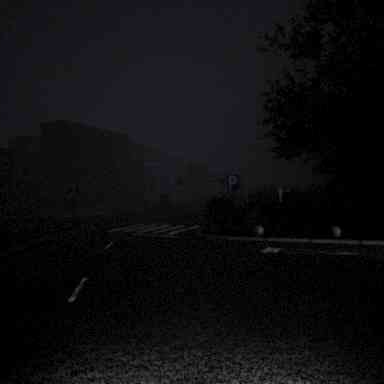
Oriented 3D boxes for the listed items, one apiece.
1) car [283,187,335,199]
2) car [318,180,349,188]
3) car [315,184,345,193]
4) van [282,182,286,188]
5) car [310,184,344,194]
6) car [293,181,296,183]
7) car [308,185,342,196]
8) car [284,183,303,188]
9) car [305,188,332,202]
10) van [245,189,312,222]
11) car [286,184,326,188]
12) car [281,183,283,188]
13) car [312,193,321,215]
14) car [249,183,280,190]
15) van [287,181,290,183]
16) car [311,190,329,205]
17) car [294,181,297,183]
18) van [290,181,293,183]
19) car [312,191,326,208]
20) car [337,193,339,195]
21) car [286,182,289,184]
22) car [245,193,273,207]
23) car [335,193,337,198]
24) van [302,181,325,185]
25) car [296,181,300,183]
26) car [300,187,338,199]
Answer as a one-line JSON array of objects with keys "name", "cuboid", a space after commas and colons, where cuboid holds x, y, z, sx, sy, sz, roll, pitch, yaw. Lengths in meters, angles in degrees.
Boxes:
[{"name": "car", "cuboid": [12.407, 0.622, 36.142, 5.008, 1.535, 2.097, -2, 2, 27]}, {"name": "car", "cuboid": [30.224, -1.392, 70.618, 5.566, 2.045, 2.435, -2, 2, 27]}, {"name": "car", "cuboid": [25.185, -0.610, 60.752, 4.792, 1.488, 2.163, -2, 2, 27]}, {"name": "van", "cuboid": [18.390, -1.001, 75.882, 4.442, 1.987, 1.878, -2, 2, 27]}, {"name": "car", "cuboid": [23.718, -0.511, 58.388, 5.366, 1.575, 1.946, -2, 2, 27]}, {"name": "car", "cuboid": [23.477, -1.263, 85.877, 4.792, 1.488, 2.163, -2, 2, 27]}, {"name": "car", "cuboid": [21.307, -0.231, 53.392, 4.792, 1.488, 2.163, -2, 2, 27]}, {"name": "car", "cuboid": [17.853, -0.202, 57.497, 1.837, 1.490, 4.892, -2, 2, 27]}, {"name": "car", "cuboid": [11.122, 0.751, 33.686, 4.892, 1.521, 2.231, -2, 2, 27]}, {"name": "van", "cuboid": [5.912, 1.038, 23.886, 4.442, 1.987, 1.878, -2, 2, 27]}, {"name": "car", "cuboid": [13.700, 0.369, 38.589, 4.553, 1.767, 2.185, -2, 2, 27]}, {"name": "car", "cuboid": [17.012, -0.605, 73.456, 4.674, 1.452, 2.002, -2, 2, 27]}, {"name": "car", "cuboid": [7.328, 1.161, 26.285, 4.792, 1.488, 2.163, -2, 2, 27]}, {"name": "car", "cuboid": [14.395, -0.641, 68.489, 5.566, 2.045, 2.435, -2, 2, 27]}, {"name": "van", "cuboid": [20.761, -1.250, 80.966, 4.442, 1.987, 1.878, -2, 2, 27]}, {"name": "car", "cuboid": [9.879, 0.905, 31.210, 4.792, 1.488, 2.163, -2, 2, 27]}, {"name": "car", "cuboid": [24.739, -1.390, 88.383, 4.674, 1.452, 2.002, -2, 2, 27]}, {"name": "van", "cuboid": [22.255, -1.388, 83.343, 4.442, 1.987, 1.878, -2, 2, 27]}, {"name": "car", "cuboid": [8.412, 1.006, 28.847, 5.366, 1.575, 1.946, -2, 2, 27]}, {"name": "car", "cuboid": [16.224, 0.242, 43.533, 5.008, 1.535, 2.097, -2, 2, 27]}, {"name": "car", "cuboid": [19.580, -0.899, 78.431, 5.008, 1.535, 2.097, -2, 2, 27]}, {"name": "car", "cuboid": [7.680, 0.900, 37.886, 1.895, 1.301, 4.718, -2, 2, 28]}, {"name": "car", "cuboid": [14.953, 0.409, 41.071, 4.674, 1.452, 2.002, -2, 2, 27]}, {"name": "van", "cuboid": [18.874, -0.238, 48.395, 4.442, 1.987, 1.878, -2, 2, 27]}, {"name": "car", "cuboid": [26.033, -1.571, 90.863, 4.892, 1.521, 2.231, -2, 2, 27]}, {"name": "car", "cuboid": [17.504, 0.156, 45.996, 4.674, 1.452, 2.002, -2, 2, 27]}]
